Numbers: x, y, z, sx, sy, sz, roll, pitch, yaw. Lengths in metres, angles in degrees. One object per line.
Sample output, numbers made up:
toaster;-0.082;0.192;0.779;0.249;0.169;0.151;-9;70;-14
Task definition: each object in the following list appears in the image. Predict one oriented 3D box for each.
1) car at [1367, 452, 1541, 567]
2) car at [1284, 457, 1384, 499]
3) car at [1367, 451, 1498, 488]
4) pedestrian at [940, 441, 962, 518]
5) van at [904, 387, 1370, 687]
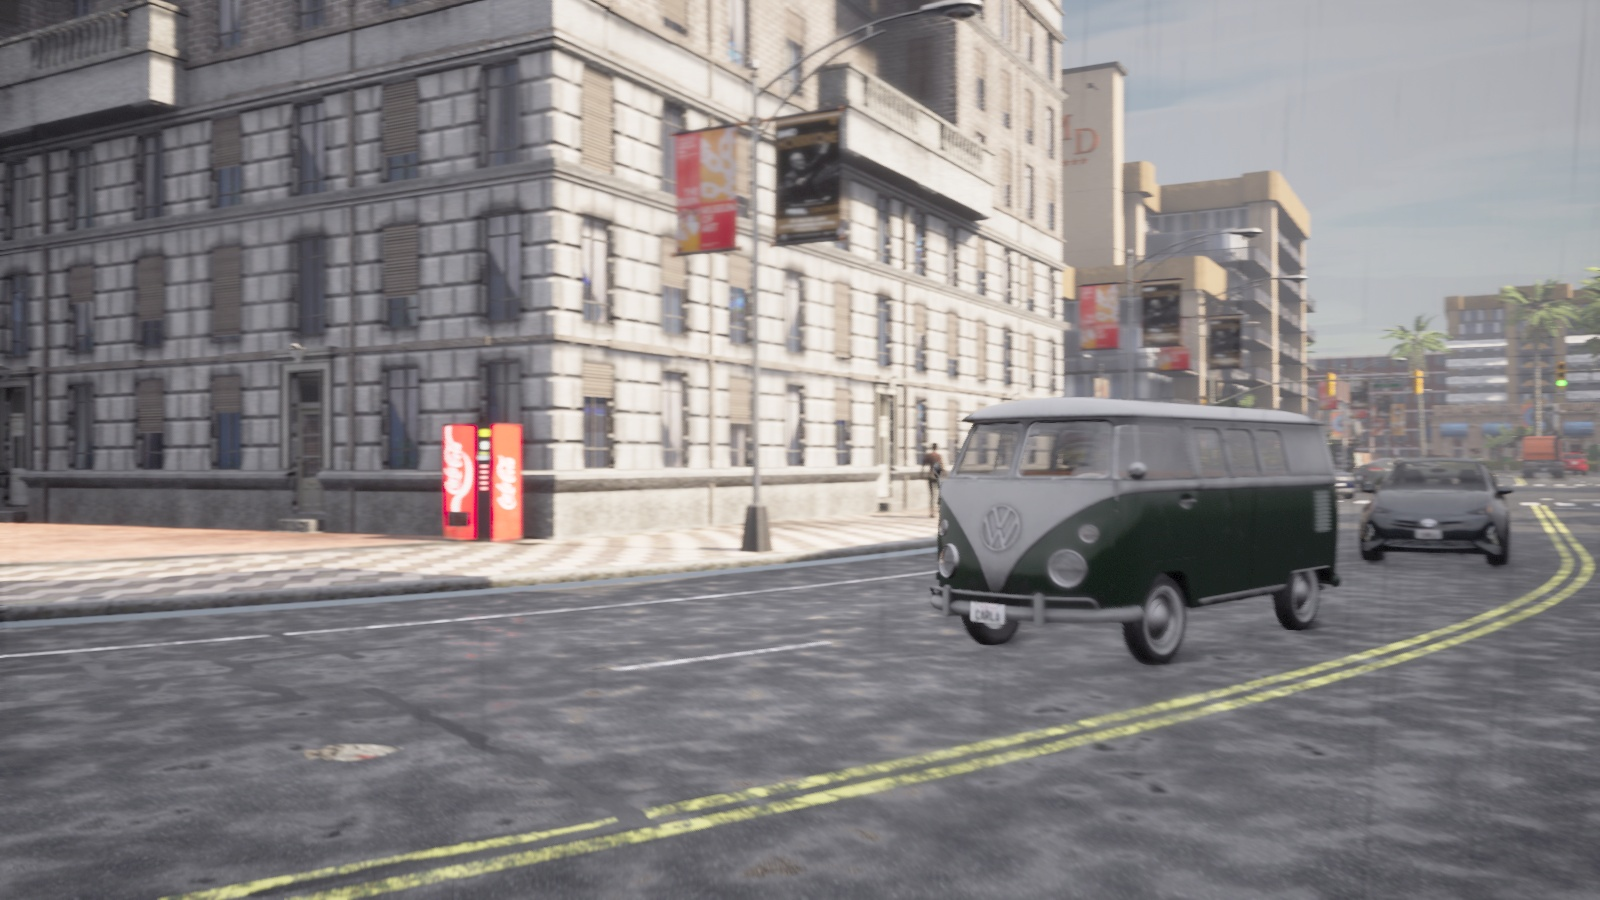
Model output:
car;10.069;0.809;19.148;2.007;1.525;4.514;-1;-1;32
car;20.471;1.055;48.290;1.789;1.549;3.705;0;-1;-10
car;29.365;0.883;58.365;5.027;1.651;2.152;0;-1;-5
pedestrian;3.600;0.689;29.916;0.328;1.805;0.869;-1;-1;18
van;2.998;0.587;10.514;1.775;1.987;4.442;-1;-1;45
